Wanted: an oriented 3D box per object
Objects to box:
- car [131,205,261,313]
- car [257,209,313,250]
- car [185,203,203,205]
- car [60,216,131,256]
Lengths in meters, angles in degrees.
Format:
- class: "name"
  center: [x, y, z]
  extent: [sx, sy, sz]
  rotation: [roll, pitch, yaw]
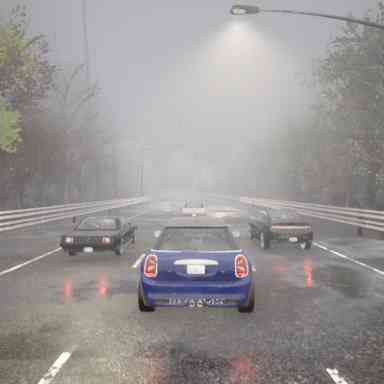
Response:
- class: "car"
  center: [0.113, 1.349, 7.837]
  extent: [2.097, 1.767, 4.553]
  rotation: [0, 0, 1]
- class: "car"
  center: [3.634, 1.485, 14.325]
  extent: [2.128, 1.511, 4.902]
  rotation: [0, 0, 0]
- class: "car"
  center: [0.171, 1.579, 29.111]
  extent: [1.895, 1.301, 4.718]
  rotation: [0, 0, 0]
- class: "car"
  center: [-3.370, 1.595, 13.072]
  extent: [1.895, 1.301, 4.718]
  rotation: [0, 0, 0]
